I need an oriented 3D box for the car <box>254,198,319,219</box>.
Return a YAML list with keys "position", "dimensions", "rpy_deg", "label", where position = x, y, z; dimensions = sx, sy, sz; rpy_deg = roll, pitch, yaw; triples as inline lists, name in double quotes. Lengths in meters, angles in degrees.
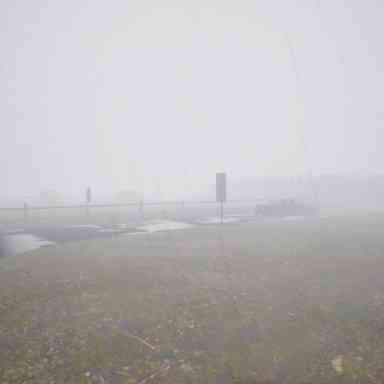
- position: [7.026, 1.151, 24.543]
  dimensions: [5.357, 1.411, 2.033]
  rpy_deg: [-1, 0, -34]
  label: "car"
